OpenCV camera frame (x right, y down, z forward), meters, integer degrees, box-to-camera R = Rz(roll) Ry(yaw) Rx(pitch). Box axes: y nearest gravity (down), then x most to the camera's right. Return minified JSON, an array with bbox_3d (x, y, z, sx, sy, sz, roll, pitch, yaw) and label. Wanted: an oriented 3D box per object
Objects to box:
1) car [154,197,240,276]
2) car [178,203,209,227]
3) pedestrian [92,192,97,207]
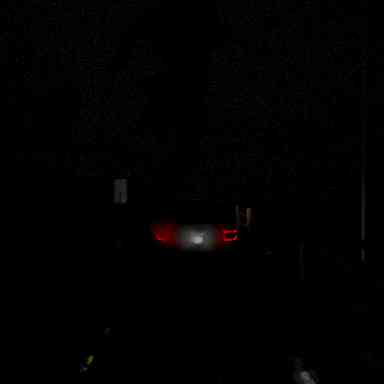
[{"bbox_3d":[0.111,1.165,10.328,2.150,2.045,5.566,0,1,0],"label":"car"},{"bbox_3d":[0.073,1.475,22.514,1.895,1.301,4.718,0,0,-1],"label":"car"},{"bbox_3d":[-12.170,0.906,41.286,0.375,1.860,0.375,0,-1,0],"label":"pedestrian"}]
